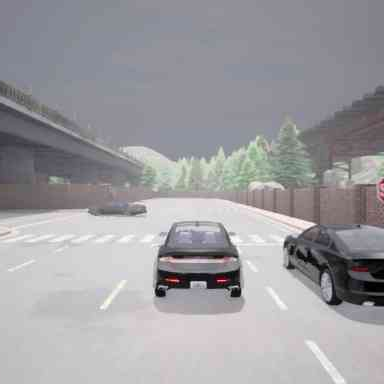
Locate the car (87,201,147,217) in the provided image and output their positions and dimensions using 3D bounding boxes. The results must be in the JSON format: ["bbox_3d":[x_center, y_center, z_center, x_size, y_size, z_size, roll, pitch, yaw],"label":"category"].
[{"bbox_3d":[-7.002,1.545,31.132,5.357,1.411,2.033,0,0,10],"label":"car"}]

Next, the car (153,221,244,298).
[{"bbox_3d":[0.144,1.491,8.526,2.128,1.511,4.902,0,0,1],"label":"car"}]

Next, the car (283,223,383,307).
[{"bbox_3d":[3.642,1.477,8.071,1.882,1.535,5.008,0,0,1],"label":"car"}]
